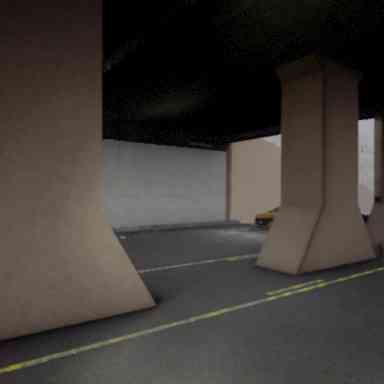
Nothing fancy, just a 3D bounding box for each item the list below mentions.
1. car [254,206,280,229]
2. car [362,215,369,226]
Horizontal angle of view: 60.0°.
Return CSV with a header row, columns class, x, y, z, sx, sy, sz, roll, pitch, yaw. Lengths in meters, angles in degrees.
class,x,y,z,sx,sy,sz,roll,pitch,yaw
car,6.132,1.559,21.276,5.008,1.535,1.882,0,0,-36
car,7.822,1.627,18.183,5.357,1.411,2.033,0,0,-36
